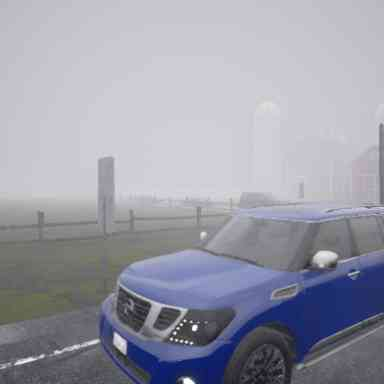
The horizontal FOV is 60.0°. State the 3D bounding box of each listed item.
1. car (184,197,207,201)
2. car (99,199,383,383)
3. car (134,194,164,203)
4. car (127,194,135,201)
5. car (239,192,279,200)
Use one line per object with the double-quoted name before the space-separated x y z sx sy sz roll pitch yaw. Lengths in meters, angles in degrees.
"car" 0.893 1.303 41.077 1.895 1.301 4.718 -1 1 -36
"car" 1.504 1.222 5.058 5.566 2.045 2.150 0 0 -35
"car" -6.376 1.130 51.186 2.033 1.411 5.357 -1 1 -36
"car" -10.176 1.004 61.494 2.033 1.411 5.357 -1 1 -36
"car" 6.993 1.022 32.590 2.150 2.045 5.566 -1 1 -36
